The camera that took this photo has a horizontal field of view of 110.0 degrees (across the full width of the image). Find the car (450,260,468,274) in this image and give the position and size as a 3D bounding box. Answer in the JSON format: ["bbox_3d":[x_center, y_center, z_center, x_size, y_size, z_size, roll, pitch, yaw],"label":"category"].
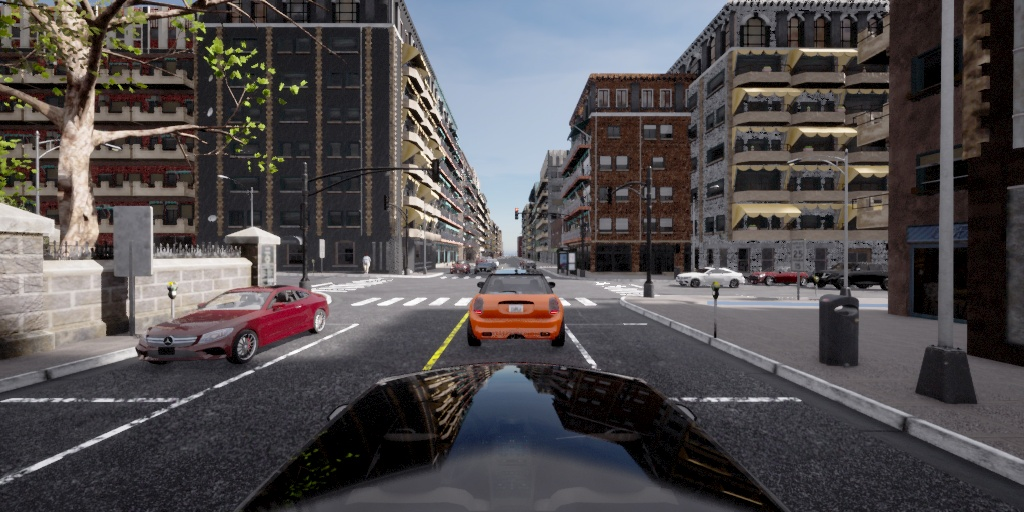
[{"bbox_3d":[-5.758,1.187,40.420,1.967,1.591,4.097,0,0,0],"label":"car"}]

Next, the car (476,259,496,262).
[{"bbox_3d":[-3.162,1.312,41.018,1.994,1.385,4.181,0,0,0],"label":"car"}]

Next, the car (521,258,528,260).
[{"bbox_3d":[2.602,1.298,51.706,2.007,1.370,4.403,0,0,0],"label":"car"}]

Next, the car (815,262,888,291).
[{"bbox_3d":[25.203,1.435,26.393,5.566,2.045,2.150,1,0,-1],"label":"car"}]

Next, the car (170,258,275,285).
[{"bbox_3d":[-18.102,0.941,22.591,5.008,1.535,1.882,1,0,-1],"label":"car"}]

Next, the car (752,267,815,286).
[{"bbox_3d":[21.332,1.570,28.904,4.097,1.591,1.967,0,0,-1],"label":"car"}]

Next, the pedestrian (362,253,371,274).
[{"bbox_3d":[-12.765,0.651,31.400,0.375,1.860,0.375,0,-1,-1],"label":"pedestrian"}]

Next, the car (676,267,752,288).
[{"bbox_3d":[14.472,1.549,26.249,4.674,1.442,1.812,1,0,-2],"label":"car"}]

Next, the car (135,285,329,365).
[{"bbox_3d":[-5.700,1.331,8.009,1.802,1.307,4.207,0,0,0],"label":"car"}]

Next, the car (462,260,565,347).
[{"bbox_3d":[0.113,1.101,9.522,2.097,1.767,4.553,0,0,1],"label":"car"}]
